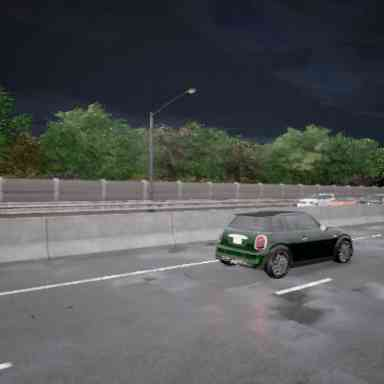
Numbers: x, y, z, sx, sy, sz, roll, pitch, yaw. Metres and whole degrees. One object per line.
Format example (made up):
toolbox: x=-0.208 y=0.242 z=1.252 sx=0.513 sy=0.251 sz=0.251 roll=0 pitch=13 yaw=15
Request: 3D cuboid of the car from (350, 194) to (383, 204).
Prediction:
car: x=19.478 y=1.250 z=35.052 sx=5.566 sy=2.045 sz=2.150 roll=1 pitch=0 yaw=-35

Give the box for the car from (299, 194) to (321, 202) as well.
car: x=15.402 y=1.248 z=40.740 sx=5.566 sy=2.045 sz=2.150 roll=0 pitch=0 yaw=-35

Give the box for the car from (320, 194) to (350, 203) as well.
car: x=17.093 y=1.376 z=37.652 sx=4.553 sy=1.767 sz=2.097 roll=0 pitch=0 yaw=-35

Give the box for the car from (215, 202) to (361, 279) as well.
car: x=2.972 y=1.352 z=10.291 sx=4.553 sy=1.767 sz=2.097 roll=0 pitch=0 yaw=-36
